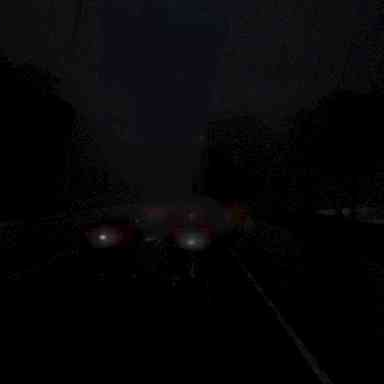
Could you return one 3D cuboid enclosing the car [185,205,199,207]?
[{"bbox_3d":[0.002,1.843,29.394,1.812,1.442,4.674,0,-1,0],"label":"car"}]

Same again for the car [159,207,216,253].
[{"bbox_3d":[0.001,1.638,14.310,2.128,1.511,4.902,0,-1,0],"label":"car"}]

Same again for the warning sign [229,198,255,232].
[{"bbox_3d":[2.831,1.311,18.984,1.300,1.860,1.060,-1,-2,0],"label":"warning sign"}]

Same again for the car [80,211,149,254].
[{"bbox_3d":[-3.249,1.710,14.302,1.994,1.385,4.181,0,-1,0],"label":"car"}]

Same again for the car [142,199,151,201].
[{"bbox_3d":[-9.755,2.229,71.037,2.097,1.767,4.553,0,-1,0],"label":"car"}]

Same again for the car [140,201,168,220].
[{"bbox_3d":[-3.249,1.809,29.313,2.128,1.511,4.902,0,-1,0],"label":"car"}]
